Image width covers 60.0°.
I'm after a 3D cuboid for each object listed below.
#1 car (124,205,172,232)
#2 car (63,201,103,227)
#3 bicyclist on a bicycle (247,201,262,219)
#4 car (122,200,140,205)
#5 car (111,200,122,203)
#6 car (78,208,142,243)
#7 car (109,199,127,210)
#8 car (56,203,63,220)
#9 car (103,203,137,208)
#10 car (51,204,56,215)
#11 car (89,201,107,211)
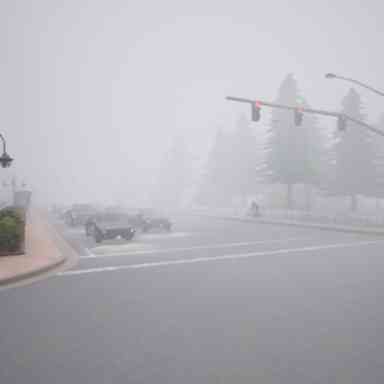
[{"bbox_3d":[-2.968,1.846,22.827,1.812,1.442,4.674,0,-1,-27],"label":"car"},{"bbox_3d":[-8.911,1.782,26.895,2.097,1.767,4.553,0,-1,-26],"label":"car"},{"bbox_3d":[5.657,1.628,30.113,1.656,1.620,0.582,0,-1,-26],"label":"bicyclist on a bicycle"},{"bbox_3d":[-9.201,2.266,51.493,1.812,1.442,4.674,0,-1,-26],"label":"car"},{"bbox_3d":[-12.301,2.276,49.864,1.812,1.442,4.674,0,-1,-26],"label":"car"},{"bbox_3d":[-4.682,1.829,18.357,2.033,1.411,5.357,0,-1,-26],"label":"car"},{"bbox_3d":[-13.242,2.232,59.520,2.097,1.767,4.553,0,-1,-26],"label":"car"},{"bbox_3d":[-12.831,2.094,34.848,1.812,1.442,4.674,0,-1,-27],"label":"car"},{"bbox_3d":[-7.231,2.017,31.389,2.033,1.411,5.357,0,-1,-27],"label":"car"},{"bbox_3d":[-17.768,2.268,44.885,1.812,1.442,4.674,0,-1,-26],"label":"car"},{"bbox_3d":[-16.390,2.384,57.992,2.128,1.511,4.902,0,-1,-26],"label":"car"}]
